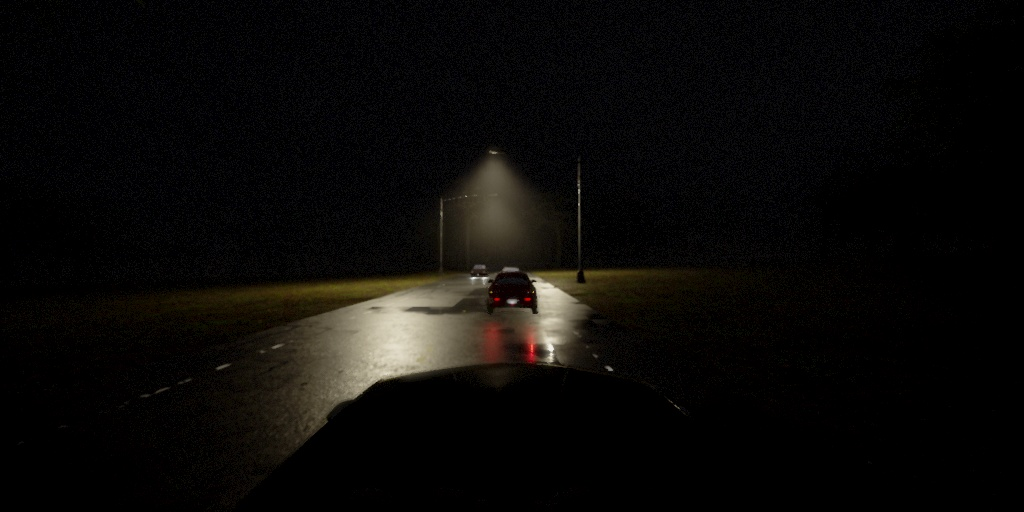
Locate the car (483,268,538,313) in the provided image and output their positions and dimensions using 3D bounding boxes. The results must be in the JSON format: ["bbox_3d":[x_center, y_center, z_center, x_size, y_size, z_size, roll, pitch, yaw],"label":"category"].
[{"bbox_3d":[0.011,1.379,14.353,1.812,1.442,4.674,0,-1,0],"label":"car"}]

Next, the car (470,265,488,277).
[{"bbox_3d":[-3.844,1.753,43.057,2.033,1.411,5.357,0,-1,0],"label":"car"}]
